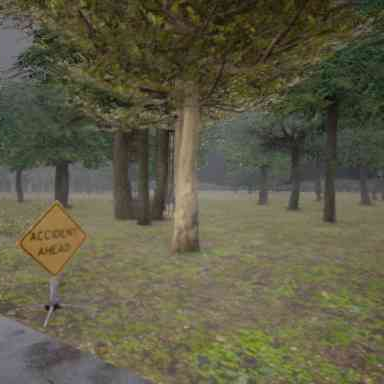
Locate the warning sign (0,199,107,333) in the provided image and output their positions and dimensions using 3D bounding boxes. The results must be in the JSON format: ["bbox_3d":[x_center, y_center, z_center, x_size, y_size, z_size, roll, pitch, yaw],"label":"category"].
[{"bbox_3d":[-2.301,1.074,5.553,1.060,1.860,1.300,1,0,35],"label":"warning sign"}]
